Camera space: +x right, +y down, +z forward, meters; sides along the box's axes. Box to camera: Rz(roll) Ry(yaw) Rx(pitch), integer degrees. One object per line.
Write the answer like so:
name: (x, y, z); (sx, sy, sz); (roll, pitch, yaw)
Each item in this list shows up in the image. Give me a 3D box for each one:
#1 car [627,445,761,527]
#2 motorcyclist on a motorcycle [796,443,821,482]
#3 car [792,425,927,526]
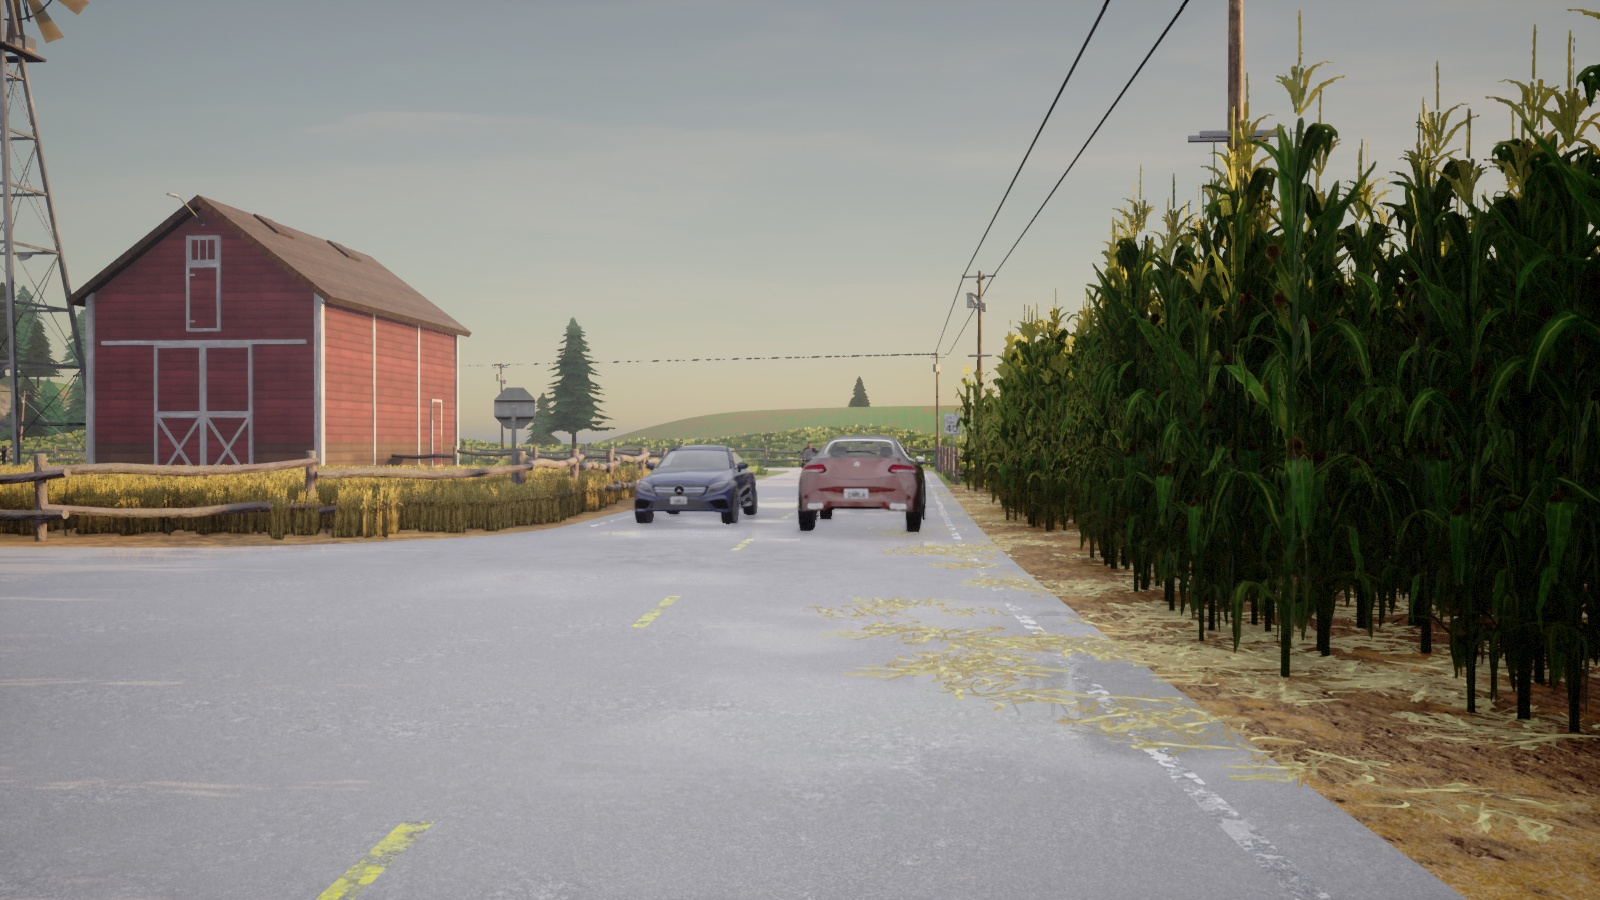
car: (-1.952, 0.631, 24.633); (1.812, 1.442, 4.674); (0, 0, 5)
motorcyclist on a motorcycle: (0.358, 0.494, 50.982); (0.866, 1.530, 2.191); (0, 0, 5)
car: (1.222, 0.395, 23.134); (2.152, 1.651, 5.027); (0, 0, 7)
